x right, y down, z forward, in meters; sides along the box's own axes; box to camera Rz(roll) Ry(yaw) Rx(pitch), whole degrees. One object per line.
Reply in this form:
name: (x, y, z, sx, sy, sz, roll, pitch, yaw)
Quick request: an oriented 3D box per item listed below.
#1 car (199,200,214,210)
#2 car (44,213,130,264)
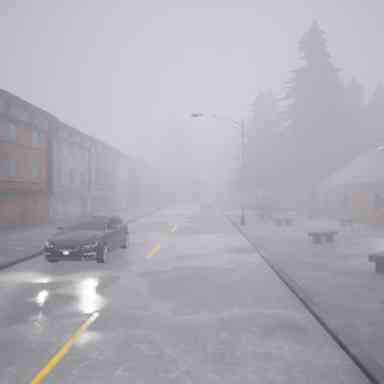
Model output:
car: (2.134, 1.825, 48.099, 1.812, 1.442, 4.674, 0, 0, 3)
car: (-3.626, 1.581, 12.290, 1.837, 1.490, 4.892, 0, -1, 3)
